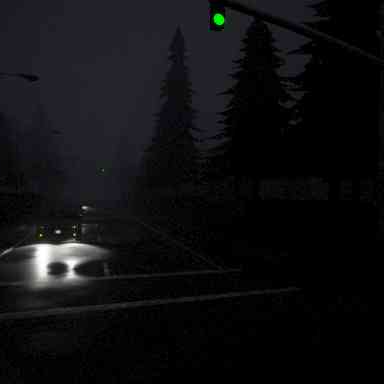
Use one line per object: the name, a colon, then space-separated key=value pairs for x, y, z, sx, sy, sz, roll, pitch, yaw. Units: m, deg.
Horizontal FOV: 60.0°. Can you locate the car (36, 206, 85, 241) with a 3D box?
car: x=-6.671 y=1.639 z=17.012 sx=1.994 sy=1.385 sz=4.181 roll=1 pitch=0 yaw=-17

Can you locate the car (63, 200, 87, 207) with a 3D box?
car: x=-9.726 y=1.629 z=26.928 sx=2.033 sy=1.411 sz=5.357 roll=1 pitch=0 yaw=-17

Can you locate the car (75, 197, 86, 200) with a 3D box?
car: x=-18.274 y=1.589 z=54.775 sx=2.128 sy=1.511 sz=4.902 roll=1 pitch=0 yaw=-19
